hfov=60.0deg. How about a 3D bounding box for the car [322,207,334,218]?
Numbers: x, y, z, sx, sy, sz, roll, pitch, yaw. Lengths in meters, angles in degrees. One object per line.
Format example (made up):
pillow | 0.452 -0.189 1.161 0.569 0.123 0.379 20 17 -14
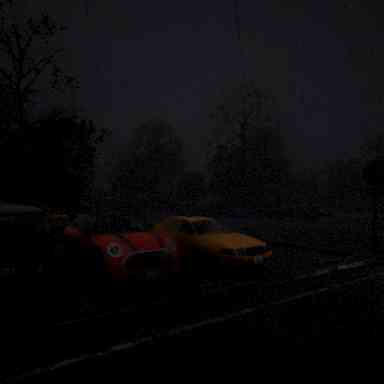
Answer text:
car | 12.886 1.824 35.777 2.185 1.767 4.553 2 -1 -36

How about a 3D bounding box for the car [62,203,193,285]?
car | -2.253 1.355 9.724 2.185 1.767 4.553 1 0 -36

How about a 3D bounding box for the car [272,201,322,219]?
car | 10.340 1.914 33.882 2.002 1.452 4.674 2 -1 -36

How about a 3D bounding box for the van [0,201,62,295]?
van | -4.764 1.245 8.014 1.878 1.987 4.442 0 0 -36

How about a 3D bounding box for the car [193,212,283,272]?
car | 0.238 1.499 11.257 1.946 1.575 5.366 1 0 -36

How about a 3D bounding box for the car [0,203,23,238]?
car | -11.060 1.471 18.686 1.946 1.575 5.366 0 0 -36

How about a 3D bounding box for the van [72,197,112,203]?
van | -6.460 1.282 21.637 1.878 1.987 4.442 1 0 -36
